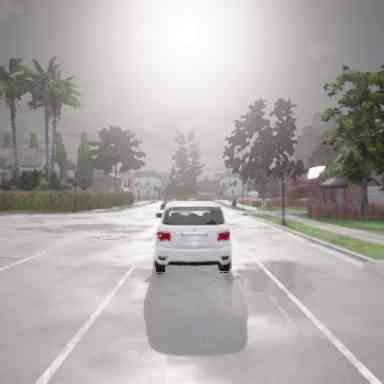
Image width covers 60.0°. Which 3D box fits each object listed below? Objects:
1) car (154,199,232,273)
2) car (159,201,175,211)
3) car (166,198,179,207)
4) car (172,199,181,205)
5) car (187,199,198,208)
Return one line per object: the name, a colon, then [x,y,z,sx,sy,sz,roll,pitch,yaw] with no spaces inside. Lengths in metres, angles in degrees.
car: [-0.054,1.312,11.157,2.150,2.045,5.566,0,0,-2]
car: [-3.576,1.982,48.436,1.895,1.301,4.718,0,0,0]
car: [-3.540,1.975,61.367,2.128,1.511,4.902,0,0,0]
car: [-3.471,2.193,76.267,1.895,1.301,4.718,0,0,0]
car: [0.122,1.975,59.768,1.837,1.490,4.892,0,0,0]
